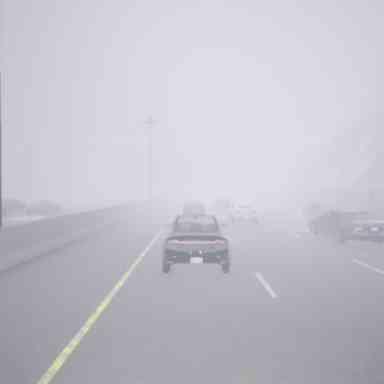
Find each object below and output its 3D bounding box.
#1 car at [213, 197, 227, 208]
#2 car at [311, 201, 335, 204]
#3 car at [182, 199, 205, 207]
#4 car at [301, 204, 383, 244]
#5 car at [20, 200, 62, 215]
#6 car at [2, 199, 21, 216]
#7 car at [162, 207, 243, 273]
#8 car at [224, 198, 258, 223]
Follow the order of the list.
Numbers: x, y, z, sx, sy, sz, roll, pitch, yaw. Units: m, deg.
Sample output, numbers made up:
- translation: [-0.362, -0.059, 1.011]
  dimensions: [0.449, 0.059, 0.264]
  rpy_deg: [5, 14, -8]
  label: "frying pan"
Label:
- translation: [3.676, 1.343, 41.726]
  dimensions: [1.882, 1.535, 5.008]
  rpy_deg: [0, 0, 0]
  label: "car"
- translation: [10.650, 1.464, 27.157]
  dimensions: [2.033, 1.411, 5.357]
  rpy_deg: [0, 0, 0]
  label: "car"
- translation: [0.155, 1.381, 29.283]
  dimensions: [1.882, 1.535, 5.008]
  rpy_deg: [0, 0, 0]
  label: "car"
- translation: [7.128, 1.500, 15.497]
  dimensions: [2.033, 1.411, 5.357]
  rpy_deg: [0, 0, 0]
  label: "car"
- translation: [-13.943, 1.482, 31.444]
  dimensions: [1.994, 1.385, 4.181]
  rpy_deg: [0, 0, 0]
  label: "car"
- translation: [-17.443, 1.410, 31.450]
  dimensions: [1.882, 1.535, 5.008]
  rpy_deg: [0, 0, 0]
  label: "car"
- translation: [0.118, 1.456, 10.591]
  dimensions: [2.128, 1.511, 4.902]
  rpy_deg: [0, 0, 0]
  label: "car"
- translation: [3.630, 1.447, 24.282]
  dimensions: [1.812, 1.442, 4.674]
  rpy_deg: [0, 0, 0]
  label: "car"
